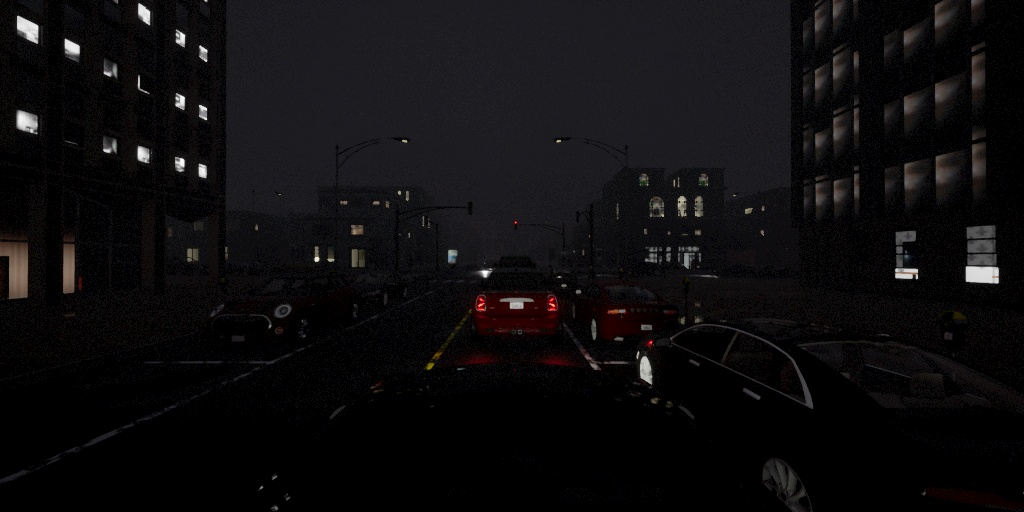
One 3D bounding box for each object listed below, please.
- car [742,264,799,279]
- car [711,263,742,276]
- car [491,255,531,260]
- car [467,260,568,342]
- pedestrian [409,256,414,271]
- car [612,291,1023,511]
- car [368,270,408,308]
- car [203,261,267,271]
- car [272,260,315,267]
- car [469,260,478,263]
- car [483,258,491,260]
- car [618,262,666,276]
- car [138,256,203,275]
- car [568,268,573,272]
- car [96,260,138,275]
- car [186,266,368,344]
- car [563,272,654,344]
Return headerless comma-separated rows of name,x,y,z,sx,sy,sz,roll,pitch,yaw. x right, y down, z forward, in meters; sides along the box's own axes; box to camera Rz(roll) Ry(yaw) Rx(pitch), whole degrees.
car,23.665,1.433,32.391,4.207,1.307,1.802,0,0,1
car,23.659,1.446,38.213,4.181,1.385,1.994,0,0,2
car,0.134,0.973,20.111,2.150,2.045,5.566,0,0,-1
car,0.105,1.103,9.957,2.097,1.767,4.553,0,0,0
pedestrian,-12.520,0.884,44.342,0.375,1.860,0.375,0,-1,1
car,2.692,1.301,3.718,2.007,1.370,4.403,0,0,0
car,-5.681,1.302,15.125,2.007,1.370,4.403,0,0,0
car,-25.392,1.177,33.218,4.403,1.370,2.007,0,0,1
car,-25.425,1.197,41.600,4.829,1.417,1.751,0,0,1
car,-5.652,1.338,53.203,1.802,1.307,4.207,0,0,0
car,-3.036,1.357,52.057,1.895,1.301,4.718,0,0,0
car,13.813,1.339,38.372,4.892,1.490,1.837,0,0,1
car,-30.928,0.917,33.307,5.009,1.841,2.192,0,0,1
car,2.704,1.302,20.794,2.007,1.370,4.403,0,0,0
car,-36.465,1.130,33.396,4.403,1.370,2.007,0,0,1
car,-5.685,1.190,9.433,1.967,1.591,4.097,0,0,0
car,2.696,1.296,9.409,1.888,1.381,4.507,0,0,0
